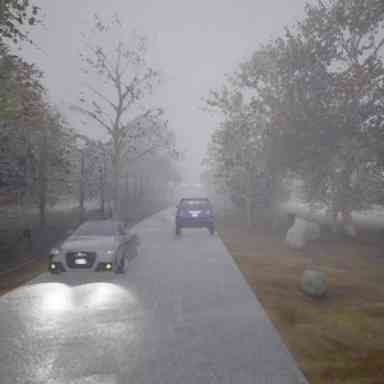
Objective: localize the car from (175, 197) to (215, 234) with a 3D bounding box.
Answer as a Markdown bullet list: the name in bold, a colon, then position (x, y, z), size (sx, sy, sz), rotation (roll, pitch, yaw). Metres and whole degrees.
- **car**: position (0.168, 1.310, 20.013), size (2.150, 2.045, 5.566), rotation (-1, 0, 0)

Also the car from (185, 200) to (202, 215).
- **car**: position (0.208, 1.700, 38.642), size (1.882, 1.535, 5.008), rotation (0, 0, 0)

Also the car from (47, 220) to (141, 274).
- **car**: position (-2.841, 1.599, 10.488), size (1.994, 1.385, 4.181), rotation (0, 0, 0)
